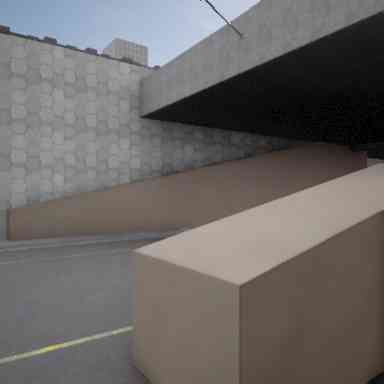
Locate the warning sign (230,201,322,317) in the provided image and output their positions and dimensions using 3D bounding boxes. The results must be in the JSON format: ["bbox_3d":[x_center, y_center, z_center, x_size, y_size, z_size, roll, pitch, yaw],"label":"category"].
[{"bbox_3d":[1.550,1.112,6.265,1.060,1.860,1.300,0,0,-35],"label":"warning sign"}]
